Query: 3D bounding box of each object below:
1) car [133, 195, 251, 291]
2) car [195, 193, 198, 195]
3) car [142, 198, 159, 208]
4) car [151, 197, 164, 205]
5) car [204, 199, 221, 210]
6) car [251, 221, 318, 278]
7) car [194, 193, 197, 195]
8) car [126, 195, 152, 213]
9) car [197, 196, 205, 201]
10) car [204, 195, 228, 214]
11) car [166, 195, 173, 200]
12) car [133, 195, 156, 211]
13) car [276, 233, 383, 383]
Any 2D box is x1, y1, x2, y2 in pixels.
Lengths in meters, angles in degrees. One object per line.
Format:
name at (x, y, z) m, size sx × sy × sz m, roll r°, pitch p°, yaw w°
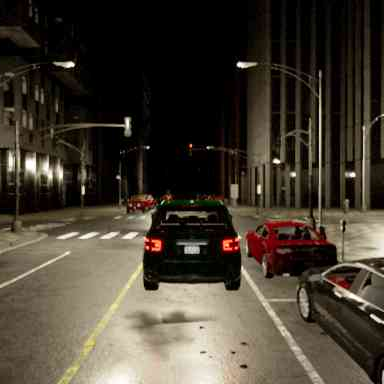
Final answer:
car at (-0.005, 1.218, 9.155) m, size 2.150 × 2.045 × 5.566 m, roll 0°, pitch 0°, yaw 0°
car at (2.322, 1.621, 82.142) m, size 1.947 × 1.339 × 4.313 m, roll 0°, pitch 0°, yaw 0°
car at (-6.017, 1.568, 48.240) m, size 1.947 × 1.339 × 4.313 m, roll 0°, pitch 0°, yaw 0°
car at (-6.080, 1.581, 59.527) m, size 1.947 × 1.339 × 4.313 m, roll 0°, pitch 0°, yaw 0°
car at (2.538, 1.565, 42.635) m, size 1.947 × 1.339 × 4.313 m, roll 0°, pitch 0°, yaw 0°
car at (2.718, 1.541, 9.951) m, size 1.887 × 1.381 × 4.507 m, roll 0°, pitch 0°, yaw 0°
car at (2.261, 1.622, 93.431) m, size 2.008 × 1.369 × 4.403 m, roll 0°, pitch 0°, yaw 0°
car at (-5.957, 1.312, 36.954) m, size 2.192 × 1.841 × 5.009 m, roll 0°, pitch 0°, yaw 0°
car at (2.291, 1.629, 87.786) m, size 1.947 × 1.339 × 4.313 m, roll 0°, pitch 0°, yaw 0°
car at (2.568, 1.312, 36.991) m, size 2.192 × 1.841 × 5.009 m, roll 0°, pitch 0°, yaw 0°
car at (-6.265, 1.616, 93.388) m, size 1.887 × 1.381 × 4.507 m, roll 0°, pitch 0°, yaw 0°
car at (-5.988, 1.314, 42.597) m, size 2.192 × 1.841 × 5.009 m, roll 0°, pitch 0°, yaw 0°
car at (2.749, 1.548, 4.425) m, size 2.008 × 1.369 × 4.403 m, roll 0°, pitch 0°, yaw 0°
